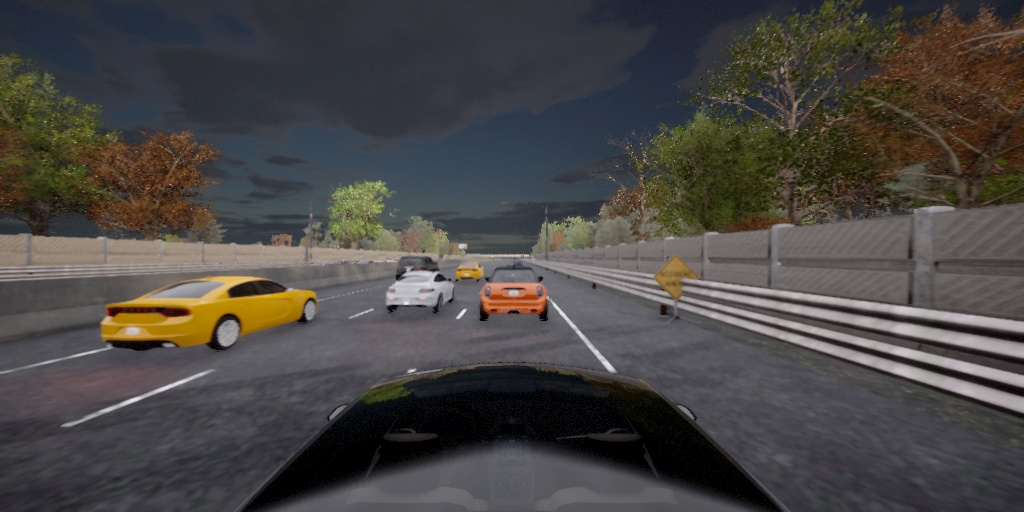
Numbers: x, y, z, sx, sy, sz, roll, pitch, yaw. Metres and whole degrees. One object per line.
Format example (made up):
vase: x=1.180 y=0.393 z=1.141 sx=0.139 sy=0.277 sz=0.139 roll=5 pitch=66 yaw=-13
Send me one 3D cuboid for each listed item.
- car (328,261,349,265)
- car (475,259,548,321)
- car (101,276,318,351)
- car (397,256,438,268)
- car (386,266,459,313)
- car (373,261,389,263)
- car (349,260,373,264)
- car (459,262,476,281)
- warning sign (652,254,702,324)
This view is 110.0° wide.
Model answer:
car: x=-24.550 y=1.387 z=51.047 sx=2.033 sy=1.411 sz=5.357 roll=0 pitch=0 yaw=1
car: x=0.068 y=1.112 z=12.722 sx=2.097 sy=1.767 sz=4.553 roll=0 pitch=0 yaw=0
car: x=-6.955 y=1.235 z=9.089 sx=1.882 sy=1.535 sz=5.008 roll=0 pitch=0 yaw=1
car: x=-6.936 y=1.008 z=26.852 sx=2.150 sy=2.045 sz=5.566 roll=0 pitch=0 yaw=0
car: x=-3.425 y=1.289 z=13.990 sx=1.812 sy=1.442 sz=4.674 roll=0 pitch=0 yaw=0
car: x=-17.563 y=1.440 z=50.921 sx=1.895 sy=1.301 sz=4.718 roll=0 pitch=0 yaw=0
car: x=-21.054 y=1.318 z=51.524 sx=1.882 sy=1.535 sz=5.008 roll=0 pitch=0 yaw=0
car: x=-3.421 y=1.267 z=29.649 sx=1.882 sy=1.535 sz=5.008 roll=0 pitch=0 yaw=0
warning sign: x=4.551 y=0.873 z=9.967 sx=1.300 sy=1.860 sz=1.060 roll=0 pitch=0 yaw=0
